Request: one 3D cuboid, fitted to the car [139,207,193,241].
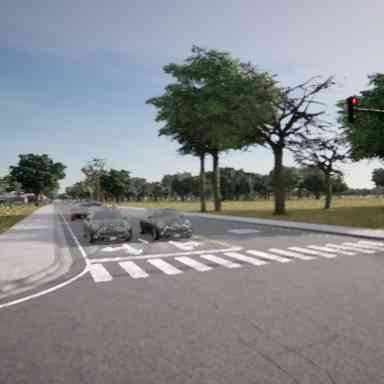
[{"bbox_3d":[-1.624,1.723,19.380,2.097,1.767,4.553,0,-1,-23],"label":"car"}]

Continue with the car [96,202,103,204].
[{"bbox_3d":[-9.433,2.293,38.193,2.128,1.511,4.902,0,-1,-22],"label":"car"}]

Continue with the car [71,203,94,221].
[{"bbox_3d":[-12.009,2.272,35.919,1.882,1.535,5.008,0,-1,-22],"label":"car"}]

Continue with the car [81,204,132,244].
[{"bbox_3d":[-4.743,1.747,18.421,2.097,1.767,4.553,0,-1,-23],"label":"car"}]
